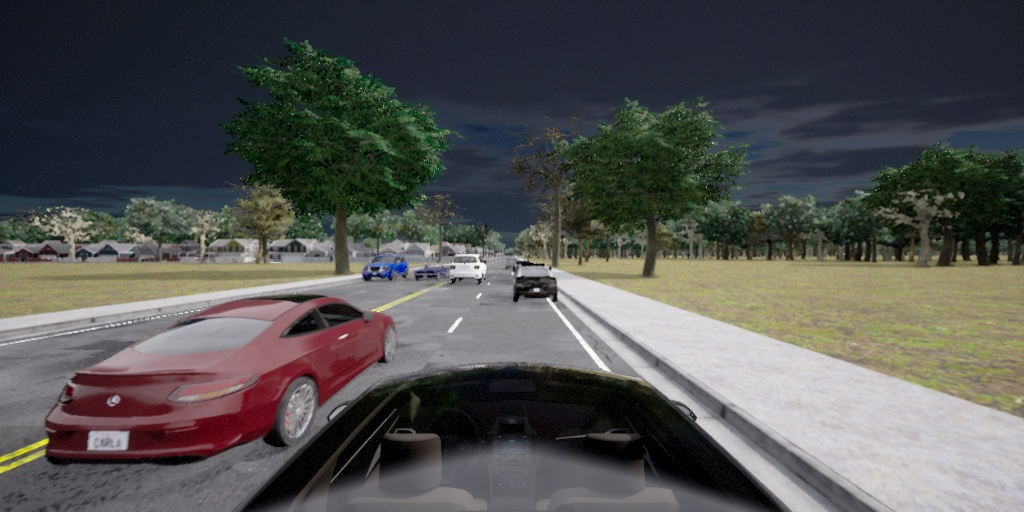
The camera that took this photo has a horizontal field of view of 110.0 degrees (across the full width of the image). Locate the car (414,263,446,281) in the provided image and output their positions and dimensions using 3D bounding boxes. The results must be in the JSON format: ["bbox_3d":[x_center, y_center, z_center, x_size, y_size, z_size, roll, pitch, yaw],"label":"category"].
[{"bbox_3d":[-6.588,1.287,29.399,1.895,1.301,4.718,0,0,0],"label":"car"}]

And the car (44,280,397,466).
[{"bbox_3d":[-3.148,1.267,5.097,1.812,1.442,4.674,0,0,0],"label":"car"}]

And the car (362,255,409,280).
[{"bbox_3d":[-9.840,0.911,28.425,2.150,2.045,5.566,0,0,0],"label":"car"}]

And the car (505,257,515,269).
[{"bbox_3d":[0.025,1.201,52.114,2.033,1.411,5.357,0,0,0],"label":"car"}]

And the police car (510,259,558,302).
[{"bbox_3d":[0.981,1.138,16.822,1.930,1.638,5.238,0,0,0],"label":"police car"}]

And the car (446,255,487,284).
[{"bbox_3d":[-3.138,0.914,26.389,2.150,2.045,5.566,0,0,0],"label":"car"}]
